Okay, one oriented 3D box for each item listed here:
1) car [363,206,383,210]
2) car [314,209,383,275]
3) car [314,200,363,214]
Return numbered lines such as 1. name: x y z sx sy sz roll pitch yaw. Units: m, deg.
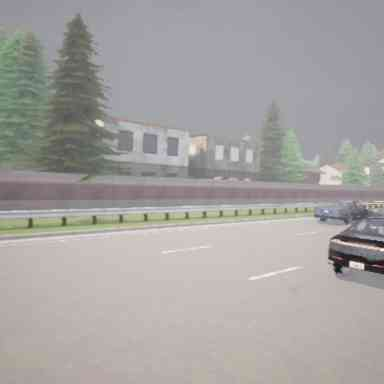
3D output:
1. car: 12.050 1.405 18.917 5.357 1.411 2.033 1 2 -40
2. car: 5.485 1.412 8.846 4.902 1.511 2.128 0 2 -40
3. car: 10.099 1.259 21.845 5.357 1.411 2.033 1 2 -40
